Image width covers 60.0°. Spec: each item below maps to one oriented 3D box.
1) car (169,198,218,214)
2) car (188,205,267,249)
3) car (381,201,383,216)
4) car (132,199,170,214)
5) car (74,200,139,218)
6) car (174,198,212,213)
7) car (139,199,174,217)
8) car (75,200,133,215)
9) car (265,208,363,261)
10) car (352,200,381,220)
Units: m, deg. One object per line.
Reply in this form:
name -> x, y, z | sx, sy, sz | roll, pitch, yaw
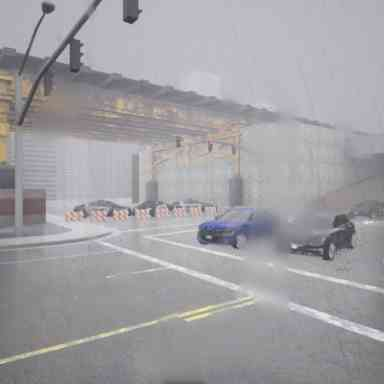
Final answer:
car -> 0.129, 1.453, 35.259 | 4.974, 1.542, 2.038 | 0, 0, -7
car -> 2.261, 1.477, 14.829 | 1.882, 1.535, 5.008 | 0, 0, 40
car -> 16.629, 1.352, 25.125 | 4.553, 1.767, 2.097 | 0, 0, -37
car -> -3.764, 1.295, 31.547 | 1.853, 1.218, 4.536 | 0, 0, 18
car -> -7.524, 1.453, 28.811 | 4.974, 1.542, 2.038 | 0, 0, 8
car -> 0.077, 1.295, 35.252 | 4.536, 1.218, 1.853 | 0, 0, -7
car -> -3.780, 1.453, 31.497 | 2.038, 1.542, 4.974 | 0, 0, 18
car -> -7.575, 1.295, 28.818 | 4.536, 1.218, 1.853 | 0, 0, 8
car -> 4.779, 1.505, 12.517 | 1.837, 1.490, 4.892 | 0, 0, 39
car -> 15.282, 1.505, 28.501 | 4.892, 1.490, 1.837 | 0, 0, -37
